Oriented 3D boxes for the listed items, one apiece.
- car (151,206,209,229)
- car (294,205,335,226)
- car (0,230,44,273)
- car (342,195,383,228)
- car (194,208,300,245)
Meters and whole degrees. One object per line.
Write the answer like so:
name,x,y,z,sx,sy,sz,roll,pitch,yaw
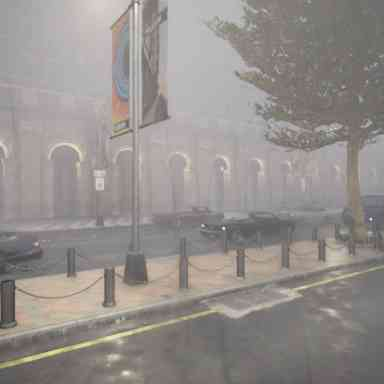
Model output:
car,-0.236,1.591,21.669,4.718,1.301,1.895,0,0,-35
car,7.909,1.594,23.428,4.718,1.301,1.895,0,0,-34
car,-6.938,1.548,8.898,5.357,1.411,2.033,0,0,-35
car,12.407,1.214,22.354,5.566,2.045,2.150,0,0,-35
car,2.658,1.597,15.580,4.718,1.301,1.895,0,0,-35
